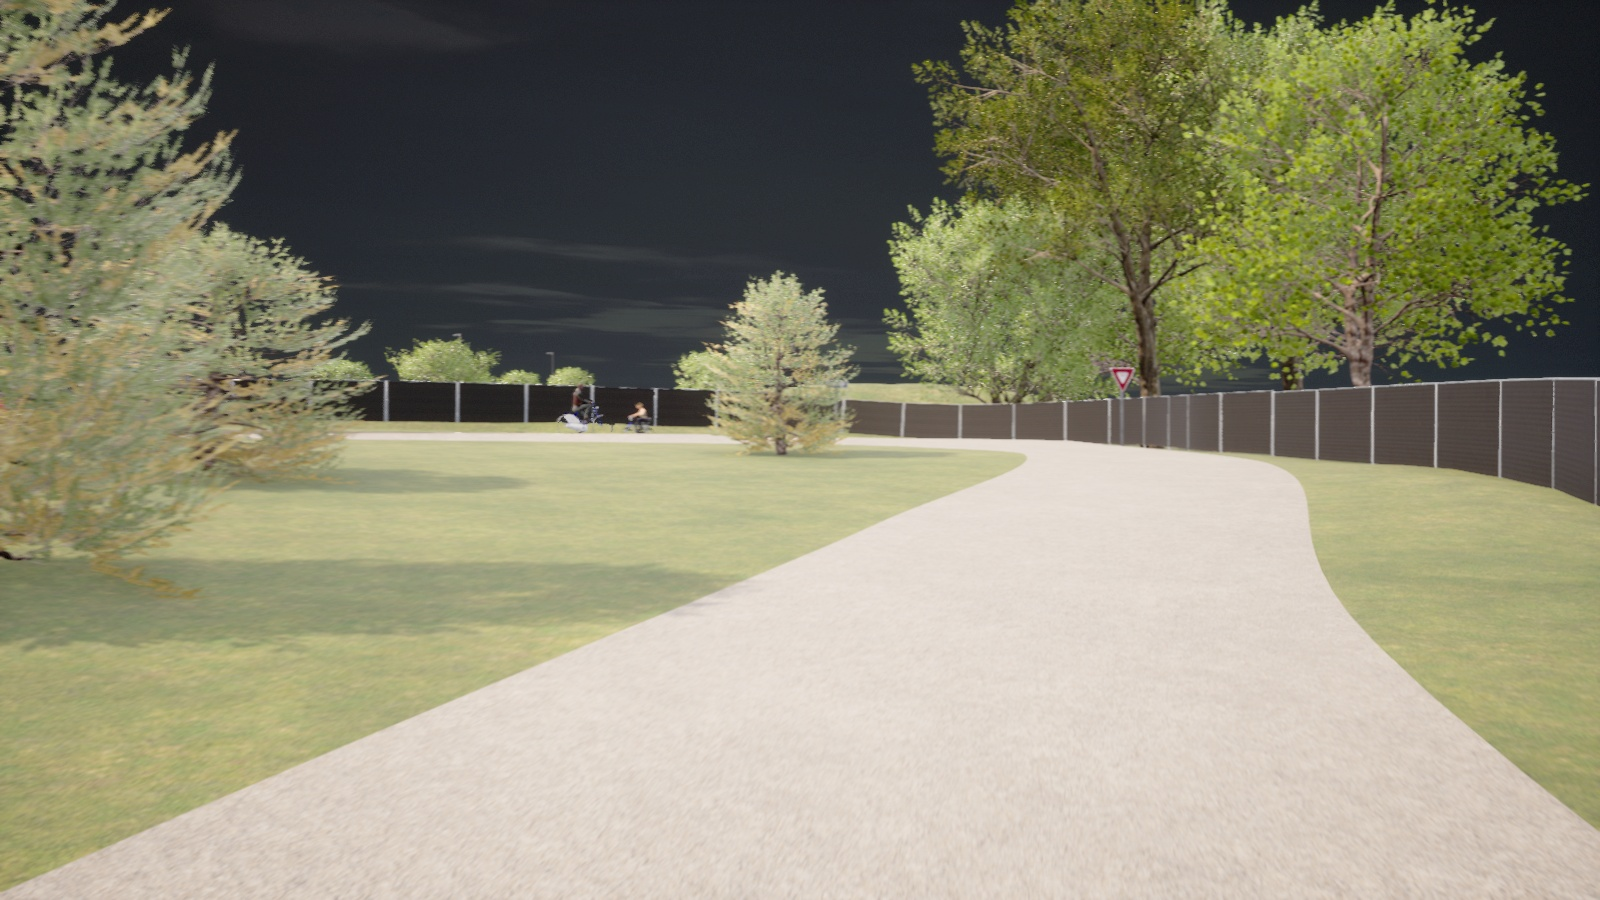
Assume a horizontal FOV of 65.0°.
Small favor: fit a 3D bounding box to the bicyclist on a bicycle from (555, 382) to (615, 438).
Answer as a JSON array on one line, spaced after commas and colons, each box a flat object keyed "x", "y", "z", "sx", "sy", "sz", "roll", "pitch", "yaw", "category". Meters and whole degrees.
[{"x": -6.987, "y": -1.280, "z": 40.820, "sx": 1.843, "sy": 1.776, "sz": 0.659, "roll": 0, "pitch": 0, "yaw": -20, "category": "bicyclist on a bicycle"}]
